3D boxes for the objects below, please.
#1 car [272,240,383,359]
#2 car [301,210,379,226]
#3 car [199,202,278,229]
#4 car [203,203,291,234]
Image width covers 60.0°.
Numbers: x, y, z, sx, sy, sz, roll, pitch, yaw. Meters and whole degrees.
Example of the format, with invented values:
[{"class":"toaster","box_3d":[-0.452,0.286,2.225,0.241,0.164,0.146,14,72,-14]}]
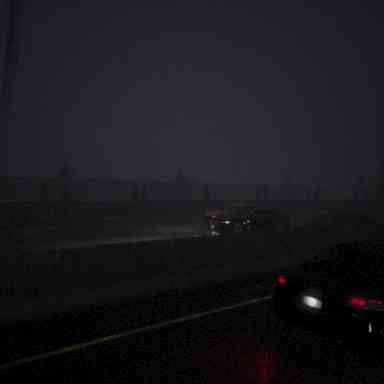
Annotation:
[{"class":"car","box_3d":[3.437,1.572,5.934,4.181,1.385,1.994,0,0,-33]},{"class":"car","box_3d":[7.347,1.593,16.451,4.181,1.385,1.994,0,0,-27]},{"class":"car","box_3d":[3.135,1.514,22.153,5.008,1.535,1.882,0,0,-27]},{"class":"car","box_3d":[3.197,1.518,18.196,4.902,1.511,2.128,0,0,-29]}]
